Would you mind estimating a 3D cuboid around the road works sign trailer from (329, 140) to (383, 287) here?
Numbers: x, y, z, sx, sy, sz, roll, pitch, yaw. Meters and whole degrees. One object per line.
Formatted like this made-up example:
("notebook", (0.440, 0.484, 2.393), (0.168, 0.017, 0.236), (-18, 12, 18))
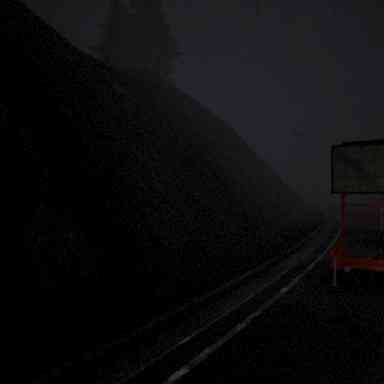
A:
("road works sign trailer", (4.940, 0.450, 8.661), (2.380, 3.560, 2.880), (0, 0, 29))
